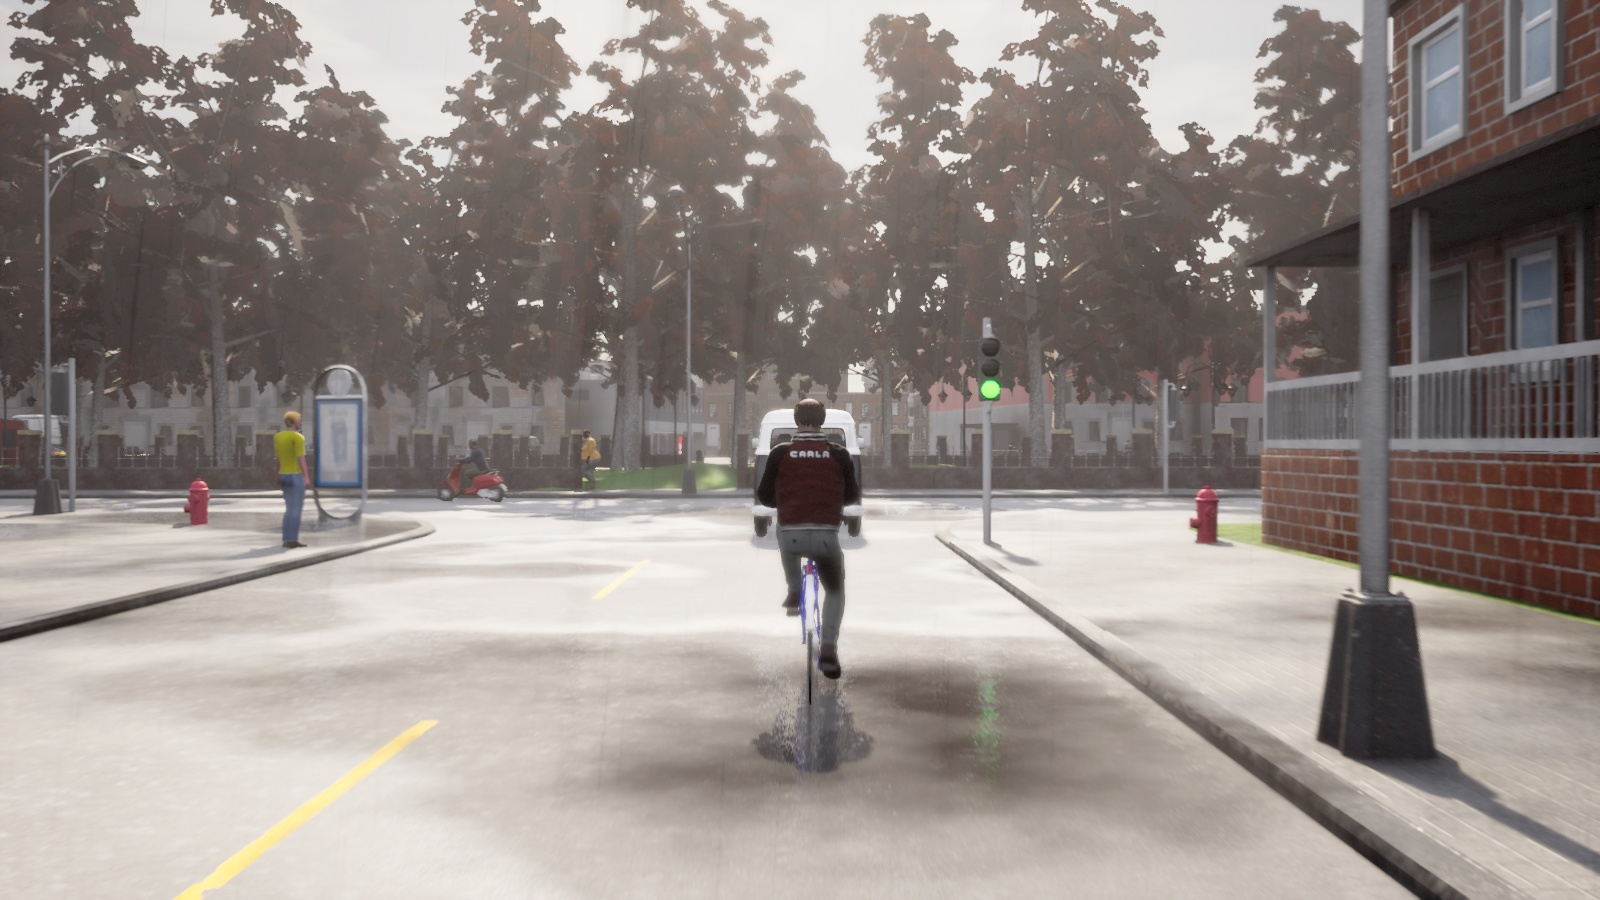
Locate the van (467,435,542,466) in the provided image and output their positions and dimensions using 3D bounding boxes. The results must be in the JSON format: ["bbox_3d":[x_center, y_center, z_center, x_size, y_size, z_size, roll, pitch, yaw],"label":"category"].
[{"bbox_3d":[-19.058,0.038,81.110,4.442,1.987,1.775,0,0,0],"label":"van"}]

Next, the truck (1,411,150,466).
[{"bbox_3d":[-46.747,-0.720,81.200,7.936,3.462,2.891,0,0,0],"label":"truck"}]

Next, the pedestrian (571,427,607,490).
[{"bbox_3d":[-6.234,0.247,37.106,0.900,1.855,0.874,0,0,0],"label":"pedestrian"}]

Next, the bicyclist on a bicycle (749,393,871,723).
[{"bbox_3d":[0.059,0.575,7.692,0.659,1.776,1.843,0,1,0],"label":"bicyclist on a bicycle"}]

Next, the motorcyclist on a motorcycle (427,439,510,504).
[{"bbox_3d":[-8.301,0.520,31.494,1.817,1.590,0.866,0,1,9],"label":"motorcyclist on a motorcycle"}]

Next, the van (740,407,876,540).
[{"bbox_3d":[0.146,0.352,21.451,2.069,2.038,4.480,0,0,1],"label":"van"}]

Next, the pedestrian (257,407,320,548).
[{"bbox_3d":[-6.805,0.359,16.713,0.354,1.836,0.706,0,0,31],"label":"pedestrian"}]
